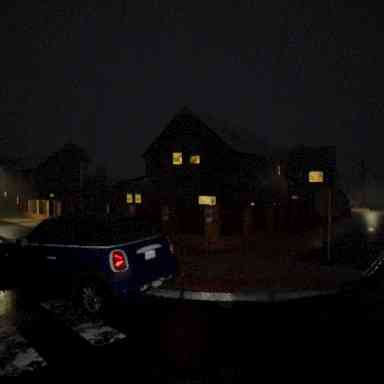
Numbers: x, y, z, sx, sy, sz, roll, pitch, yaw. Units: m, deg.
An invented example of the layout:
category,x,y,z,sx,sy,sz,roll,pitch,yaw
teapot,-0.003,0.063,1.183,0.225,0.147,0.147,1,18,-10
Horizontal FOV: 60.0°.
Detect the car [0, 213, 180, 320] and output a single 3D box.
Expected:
category,x,y,z,sx,sy,sz,roll,pitch,yaw
car,-2.607,1.288,7.453,4.553,1.767,2.097,-2,1,31
